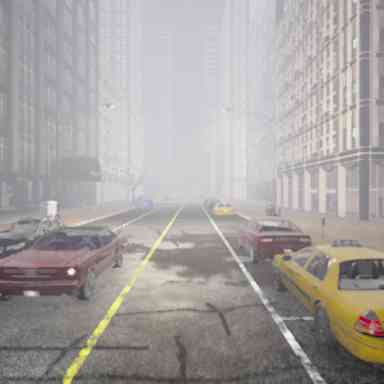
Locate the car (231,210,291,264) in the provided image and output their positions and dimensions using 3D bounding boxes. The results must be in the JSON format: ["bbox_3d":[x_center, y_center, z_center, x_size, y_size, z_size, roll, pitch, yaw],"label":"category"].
[{"bbox_3d":[2.690,1.523,11.604,1.887,1.381,4.507,0,0,0],"label":"car"}]

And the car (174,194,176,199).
[{"bbox_3d":[-5.669,1.099,79.989,2.192,1.841,5.009,0,0,0],"label":"car"}]

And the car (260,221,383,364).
[{"bbox_3d":[2.688,1.514,6.075,1.752,1.417,4.829,0,0,0],"label":"car"}]

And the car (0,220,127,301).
[{"bbox_3d":[-2.998,1.585,8.413,1.895,1.301,4.718,0,0,0],"label":"car"}]

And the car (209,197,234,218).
[{"bbox_3d":[2.696,1.465,28.869,1.752,1.417,4.829,0,0,0],"label":"car"}]

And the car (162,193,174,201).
[{"bbox_3d":[-5.670,1.349,74.291,1.887,1.381,4.507,0,0,0],"label":"car"}]

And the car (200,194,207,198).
[{"bbox_3d":[2.703,1.444,51.492,1.947,1.339,4.313,0,0,0],"label":"car"}]

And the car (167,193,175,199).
[{"bbox_3d":[-5.665,1.180,91.385,1.967,1.590,4.097,0,0,0],"label":"car"}]

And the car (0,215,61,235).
[{"bbox_3d":[-5.690,1.529,11.608,2.008,1.369,4.403,0,0,0],"label":"car"}]

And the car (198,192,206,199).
[{"bbox_3d":[2.715,1.055,91.380,2.192,1.841,5.009,0,0,0],"label":"car"}]

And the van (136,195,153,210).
[{"bbox_3d":[-5.682,1.252,40.102,1.690,1.788,3.998,0,0,0],"label":"van"}]

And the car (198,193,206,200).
[{"bbox_3d":[2.713,1.077,85.681,2.192,1.841,5.009,0,0,0],"label":"car"}]

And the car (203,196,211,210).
[{"bbox_3d":[2.700,1.476,40.096,1.947,1.339,4.313,0,0,0],"label":"car"}]
